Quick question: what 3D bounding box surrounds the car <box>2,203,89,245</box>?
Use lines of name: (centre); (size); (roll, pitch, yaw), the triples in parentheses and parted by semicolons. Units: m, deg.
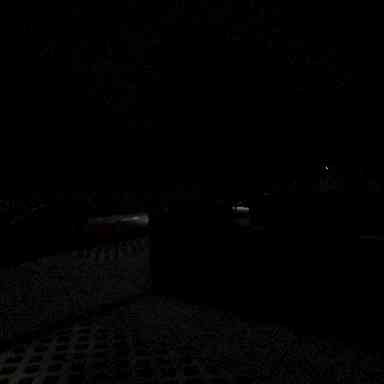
car: (-6.911, 1.269, 14.619); (2.128, 1.511, 4.902); (0, 1, 35)

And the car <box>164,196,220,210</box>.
car: (0.175, 1.018, 24.576); (2.033, 1.411, 5.357); (0, 2, 36)

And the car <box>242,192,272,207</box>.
car: (6.826, 0.697, 33.915); (1.812, 1.442, 4.674); (0, 2, 36)
